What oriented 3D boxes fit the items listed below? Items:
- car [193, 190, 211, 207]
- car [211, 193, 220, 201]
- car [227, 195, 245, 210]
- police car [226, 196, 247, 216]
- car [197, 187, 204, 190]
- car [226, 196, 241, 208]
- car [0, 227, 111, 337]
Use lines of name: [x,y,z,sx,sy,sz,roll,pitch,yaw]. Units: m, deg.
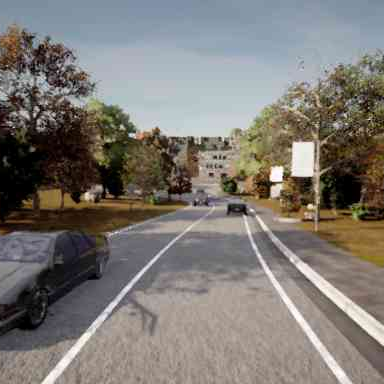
car: [1.365,1.103,49.126,2.150,2.045,5.566,0,0,3]
car: [4.562,0.893,68.092,1.812,1.442,4.674,0,3,-7]
car: [5.653,1.289,42.971,2.097,1.767,4.553,1,0,5]
police car: [4.464,1.392,33.024,1.930,1.638,5.238,1,0,8]
car: [2.212,-0.383,84.439,1.837,1.490,4.892,1,5,5]
car: [6.075,1.390,49.134,1.882,1.535,5.008,0,0,3]
car: [-3.292,1.508,7.131,2.033,1.411,5.357,0,0,3]
